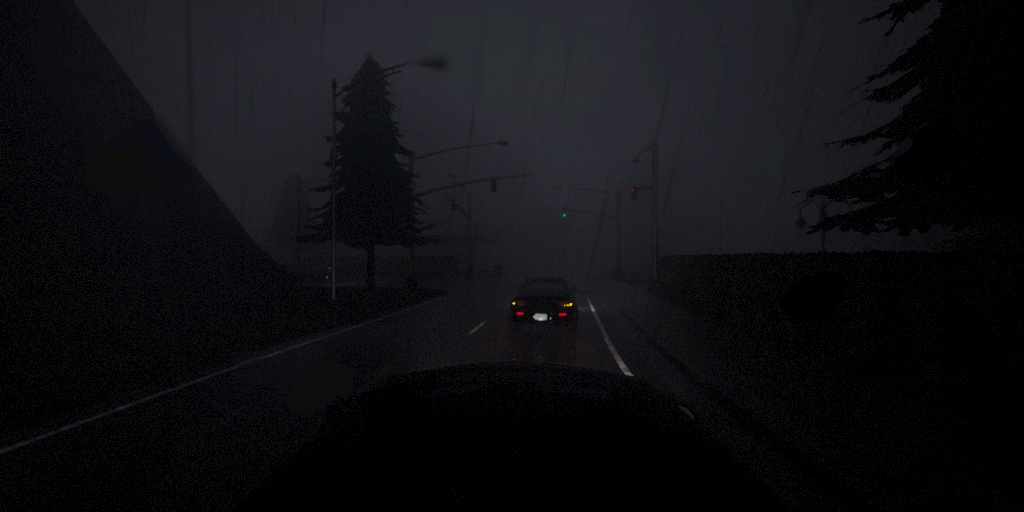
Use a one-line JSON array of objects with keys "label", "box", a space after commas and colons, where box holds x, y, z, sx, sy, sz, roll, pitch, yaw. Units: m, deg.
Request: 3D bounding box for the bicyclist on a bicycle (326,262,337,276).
[{"label": "bicyclist on a bicycle", "box": [-17.584, 1.375, 34.885, 0.582, 1.620, 1.656, 0, 0, 8]}]

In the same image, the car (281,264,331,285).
[{"label": "car", "box": [-16.413, 1.388, 27.585, 4.892, 1.490, 1.837, 0, 0, 9]}]

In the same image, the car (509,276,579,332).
[{"label": "car", "box": [1.056, 1.327, 11.020, 1.812, 1.442, 4.674, 0, 0, 9]}]
